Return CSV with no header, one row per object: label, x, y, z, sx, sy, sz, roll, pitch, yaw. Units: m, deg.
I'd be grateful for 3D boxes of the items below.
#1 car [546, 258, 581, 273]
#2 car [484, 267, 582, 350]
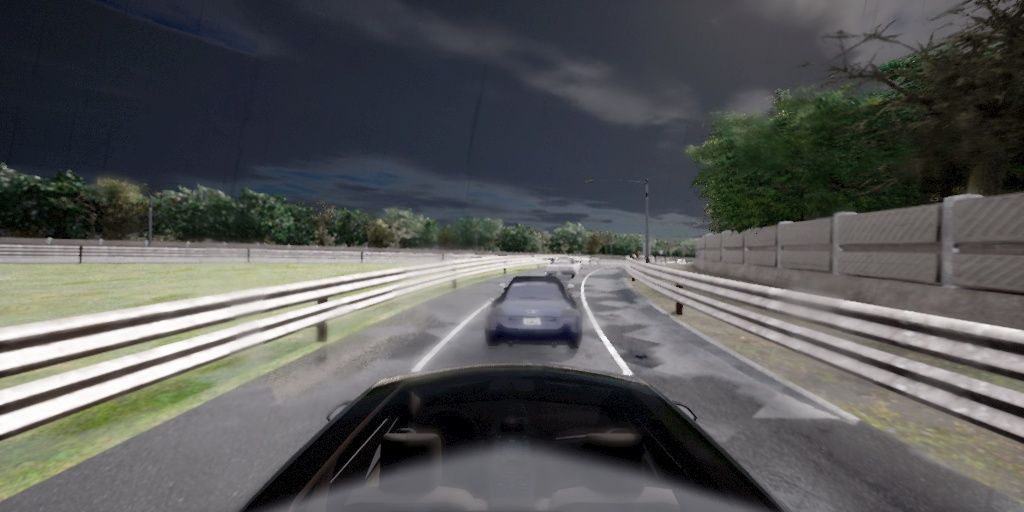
car,3.709,0.776,25.194,1.895,1.301,4.718,0,1,16
car,0.576,1.150,8.704,1.994,1.385,4.181,0,1,6
